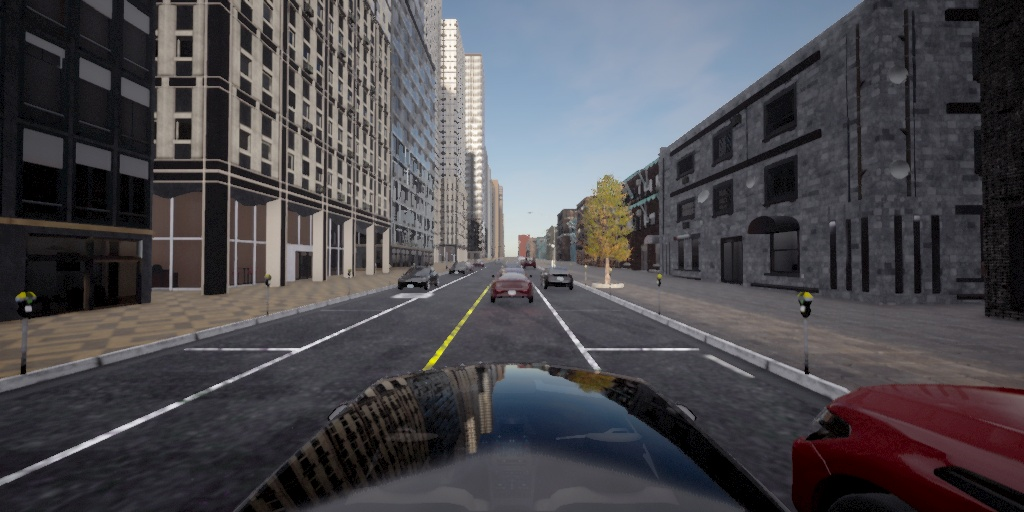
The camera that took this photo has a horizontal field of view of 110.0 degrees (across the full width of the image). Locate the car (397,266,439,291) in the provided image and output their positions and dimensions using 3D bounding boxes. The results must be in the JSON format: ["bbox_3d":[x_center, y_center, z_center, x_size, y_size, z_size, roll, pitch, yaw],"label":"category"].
[{"bbox_3d":[-5.689,1.314,22.215,1.948,1.339,4.313,0,0,0],"label":"car"}]

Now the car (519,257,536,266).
[{"bbox_3d":[2.692,1.051,55.494,2.192,1.841,5.009,0,0,0],"label":"car"}]

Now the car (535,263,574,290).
[{"bbox_3d":[2.692,1.315,22.218,1.948,1.339,4.313,0,0,0],"label":"car"}]

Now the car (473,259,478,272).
[{"bbox_3d":[-5.689,1.324,44.399,1.802,1.307,4.207,0,0,0],"label":"car"}]

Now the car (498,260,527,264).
[{"bbox_3d":[0.000,1.320,31.503,1.994,1.385,4.181,0,0,0],"label":"car"}]

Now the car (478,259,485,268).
[{"bbox_3d":[-5.689,1.172,61.037,1.967,1.591,4.097,0,0,0],"label":"car"}]

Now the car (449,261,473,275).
[{"bbox_3d":[-5.689,1.309,38.853,1.948,1.339,4.313,0,0,0],"label":"car"}]

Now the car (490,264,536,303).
[{"bbox_3d":[0.000,1.283,16.501,1.812,1.442,4.674,0,0,0],"label":"car"}]
